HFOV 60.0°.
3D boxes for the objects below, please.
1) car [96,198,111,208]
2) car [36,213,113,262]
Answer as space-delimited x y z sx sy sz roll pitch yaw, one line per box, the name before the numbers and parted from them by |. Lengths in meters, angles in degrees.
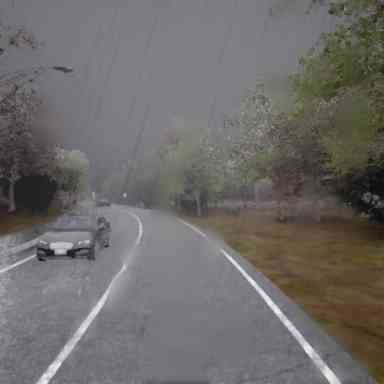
car | -14.331 1.742 53.512 2.033 1.411 5.357 2 -1 -22
car | -4.197 1.566 12.530 2.128 1.511 4.902 0 0 -5
